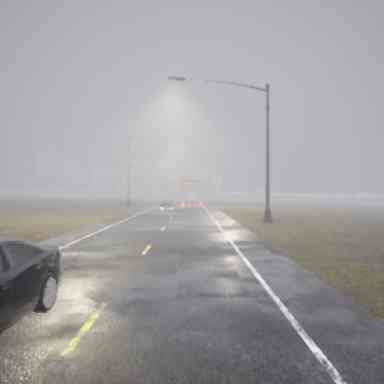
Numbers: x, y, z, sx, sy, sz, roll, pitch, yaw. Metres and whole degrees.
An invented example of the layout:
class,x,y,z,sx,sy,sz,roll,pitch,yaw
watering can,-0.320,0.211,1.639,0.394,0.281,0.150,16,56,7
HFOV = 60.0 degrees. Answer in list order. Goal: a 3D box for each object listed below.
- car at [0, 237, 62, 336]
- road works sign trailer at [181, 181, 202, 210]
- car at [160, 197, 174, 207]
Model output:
class,x,y,z,sx,sy,sz,roll,pitch,yaw
car,-3.600,1.470,4.799,1.882,1.535,5.008,0,0,0
road works sign trailer,0.004,0.401,40.817,2.380,3.560,2.880,0,0,0
car,-3.565,1.473,48.353,2.033,1.411,5.357,0,0,0
